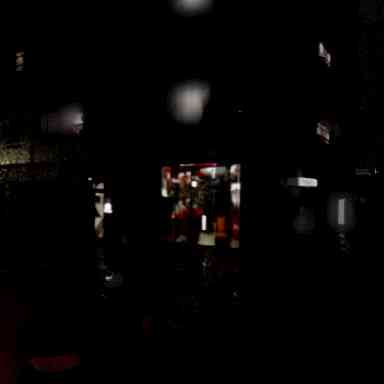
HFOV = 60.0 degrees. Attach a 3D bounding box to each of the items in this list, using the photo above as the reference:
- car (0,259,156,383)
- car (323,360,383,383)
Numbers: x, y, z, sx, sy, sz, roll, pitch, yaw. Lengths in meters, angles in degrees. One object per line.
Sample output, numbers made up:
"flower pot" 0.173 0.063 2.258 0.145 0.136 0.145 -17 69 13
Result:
"car" -2.345 1.578 4.382 4.206 1.307 1.802 0 1 36
"car" 2.268 1.442 1.095 4.097 1.590 1.967 0 1 36
